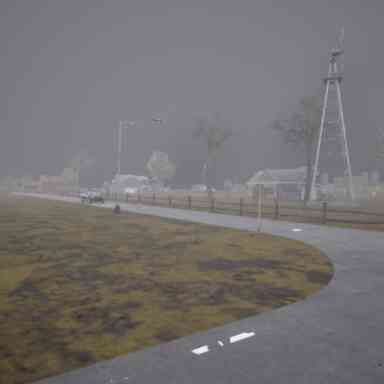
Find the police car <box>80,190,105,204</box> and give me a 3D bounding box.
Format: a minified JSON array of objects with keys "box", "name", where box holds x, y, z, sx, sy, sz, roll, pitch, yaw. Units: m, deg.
[{"box":[-12.525,0.569,41.862,1.930,1.638,5.238,2,0,-35],"name":"police car"}]
